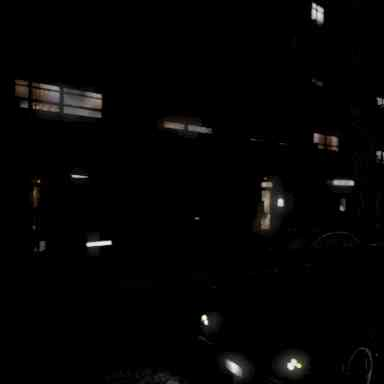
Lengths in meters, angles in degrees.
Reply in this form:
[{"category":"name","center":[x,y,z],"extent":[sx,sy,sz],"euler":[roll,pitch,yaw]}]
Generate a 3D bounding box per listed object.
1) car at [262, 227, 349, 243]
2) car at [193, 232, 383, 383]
[{"category":"car","center":[3.029,1.629,8.723],"extent":[4.403,1.369,2.008],"euler":[1,-1,-35]},{"category":"car","center":[2.638,1.601,5.260],"extent":[5.357,1.411,2.033],"euler":[1,0,-35]}]
